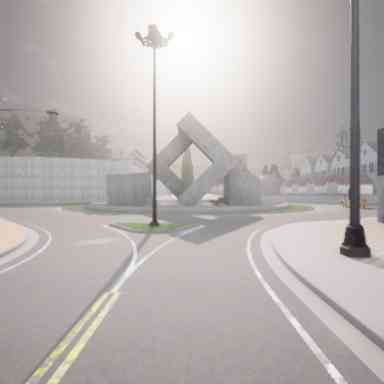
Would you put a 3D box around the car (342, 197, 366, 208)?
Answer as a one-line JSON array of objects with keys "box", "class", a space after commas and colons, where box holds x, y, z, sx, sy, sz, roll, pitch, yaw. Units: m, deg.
[{"box": [22.819, 1.387, 47.017, 1.882, 1.535, 5.008, 0, 0, 5], "class": "car"}]
